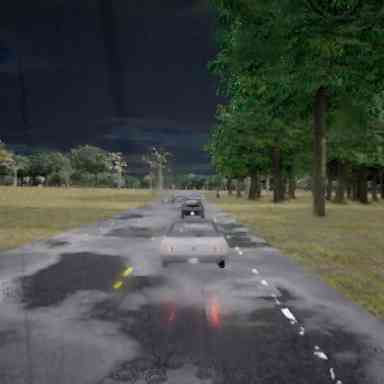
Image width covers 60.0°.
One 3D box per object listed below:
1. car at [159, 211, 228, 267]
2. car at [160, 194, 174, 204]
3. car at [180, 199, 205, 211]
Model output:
[{"bbox_3d":[0.056,1.546,11.149,1.895,1.301,4.718,0,0,0],"label":"car"},{"bbox_3d":[-3.615,1.011,49.348,2.128,1.511,4.902,0,1,0],"label":"car"},{"bbox_3d":[0.050,1.318,27.658,1.837,1.490,4.892,0,1,0],"label":"car"}]
